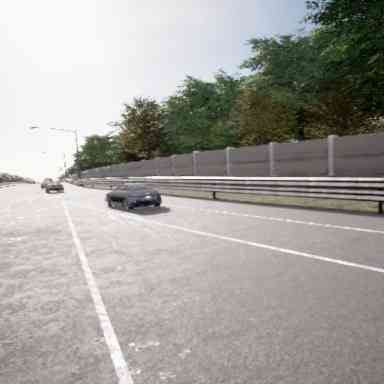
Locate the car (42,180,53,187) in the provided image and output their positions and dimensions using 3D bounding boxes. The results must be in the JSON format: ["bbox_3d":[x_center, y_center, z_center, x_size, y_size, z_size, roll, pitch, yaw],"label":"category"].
[{"bbox_3d":[-31.343,-1.827,72.026,1.994,1.385,4.181,-5,4,-22],"label":"car"}]

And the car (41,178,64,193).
[{"bbox_3d":[-17.167,-0.659,41.335,2.033,1.411,5.357,-6,4,-28],"label":"car"}]

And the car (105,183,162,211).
[{"bbox_3d":[-3.459,0.173,19.074,1.994,1.385,4.181,-6,6,-34],"label":"car"}]
